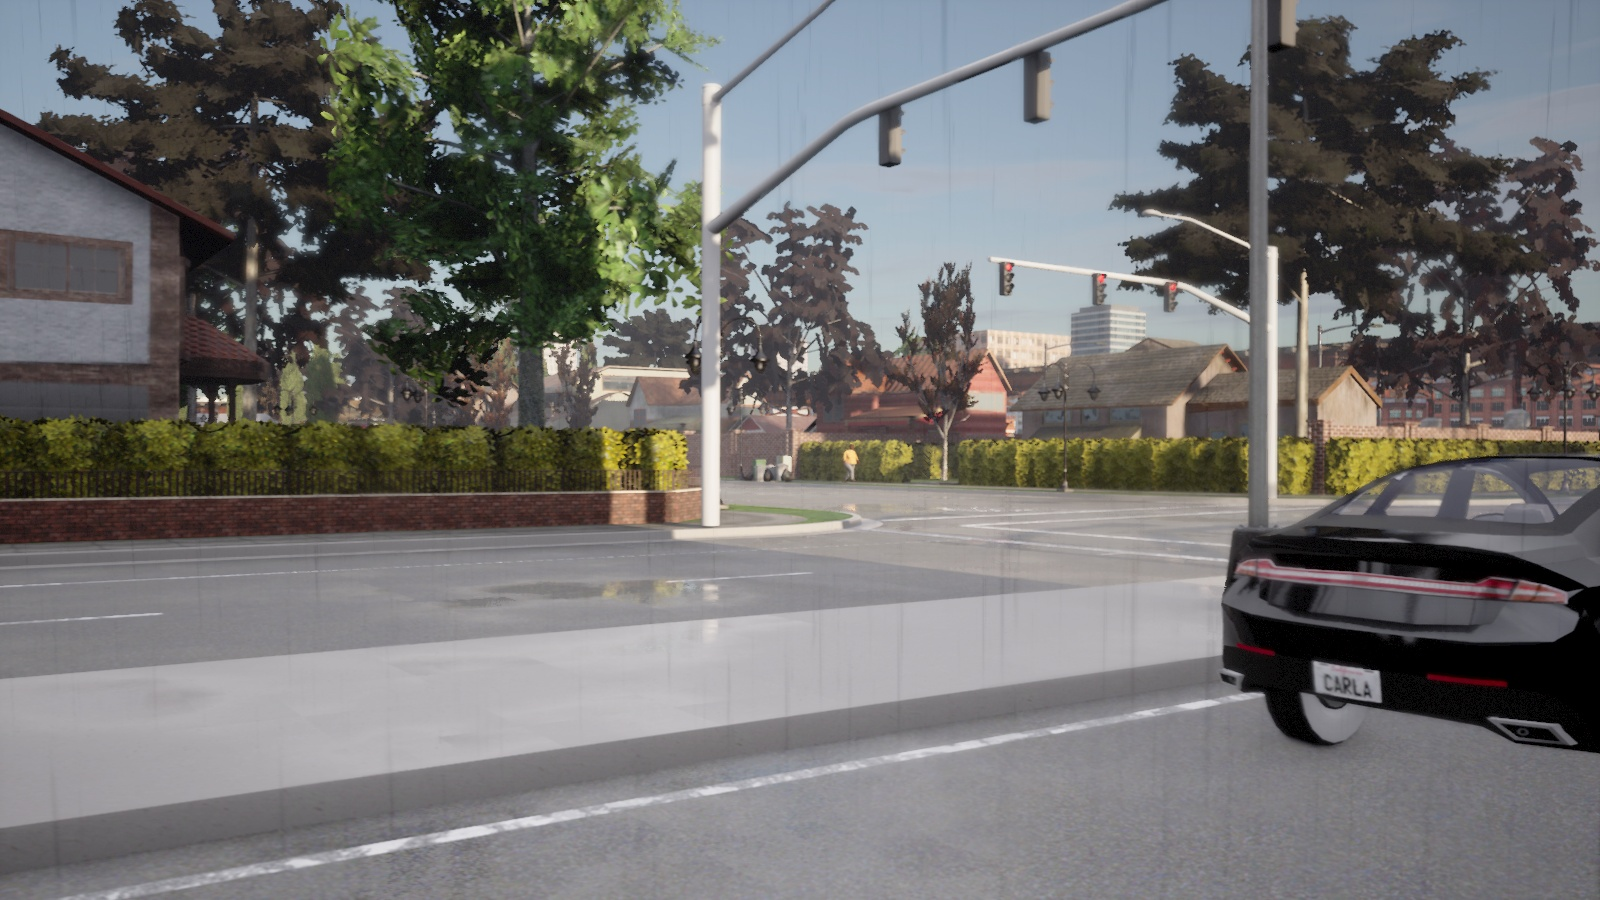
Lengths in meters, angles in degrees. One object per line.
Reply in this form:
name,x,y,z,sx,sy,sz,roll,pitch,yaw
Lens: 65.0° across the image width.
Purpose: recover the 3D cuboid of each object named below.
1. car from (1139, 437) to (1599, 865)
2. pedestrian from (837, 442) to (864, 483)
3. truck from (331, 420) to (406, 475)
car,4.272,0.713,6.632,4.902,1.511,2.128,0,0,-35
pedestrian,2.311,0.569,57.964,0.874,1.855,0.900,0,0,-34
truck,-31.473,-0.186,91.324,2.891,3.827,8.468,0,0,-35
